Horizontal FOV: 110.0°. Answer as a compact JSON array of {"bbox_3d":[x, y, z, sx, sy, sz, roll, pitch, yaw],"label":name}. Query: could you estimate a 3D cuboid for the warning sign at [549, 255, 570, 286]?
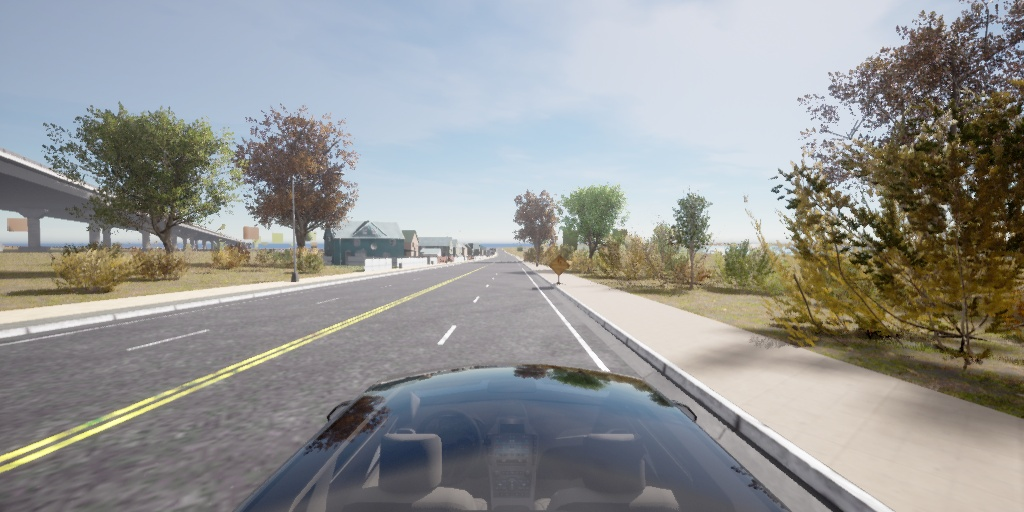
[{"bbox_3d":[2.850,0.847,22.023,1.300,1.860,1.060,0,0,0],"label":"warning sign"}]
